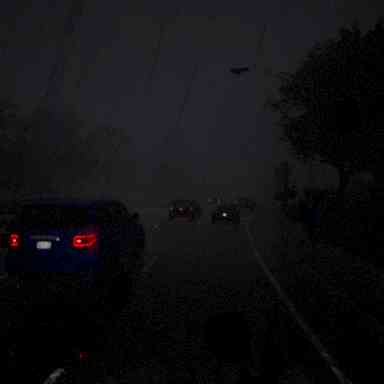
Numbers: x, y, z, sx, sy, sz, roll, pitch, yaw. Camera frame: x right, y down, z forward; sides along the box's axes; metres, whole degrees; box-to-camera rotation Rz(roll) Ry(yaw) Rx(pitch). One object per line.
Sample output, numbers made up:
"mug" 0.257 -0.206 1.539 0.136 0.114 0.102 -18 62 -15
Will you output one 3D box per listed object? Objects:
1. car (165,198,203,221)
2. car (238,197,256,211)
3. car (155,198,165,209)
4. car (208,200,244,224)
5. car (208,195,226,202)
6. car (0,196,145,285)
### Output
"car" -0.419 1.346 27.626 2.097 1.767 4.553 0 0 11
"car" 6.687 1.367 41.256 2.097 1.767 4.553 0 0 17
"car" -3.376 1.499 44.976 1.812 1.442 4.674 0 0 18
"car" 2.661 1.568 25.178 1.994 1.385 4.181 0 0 11
"car" 4.305 1.348 55.828 2.097 1.767 4.553 0 0 23
"car" -2.931 1.214 9.695 2.150 2.045 5.566 0 0 4
